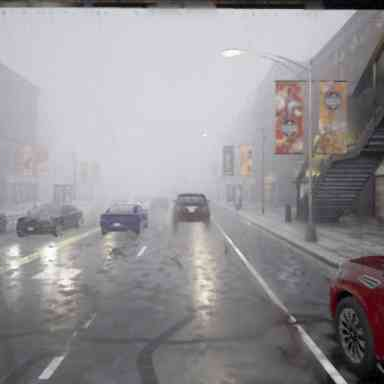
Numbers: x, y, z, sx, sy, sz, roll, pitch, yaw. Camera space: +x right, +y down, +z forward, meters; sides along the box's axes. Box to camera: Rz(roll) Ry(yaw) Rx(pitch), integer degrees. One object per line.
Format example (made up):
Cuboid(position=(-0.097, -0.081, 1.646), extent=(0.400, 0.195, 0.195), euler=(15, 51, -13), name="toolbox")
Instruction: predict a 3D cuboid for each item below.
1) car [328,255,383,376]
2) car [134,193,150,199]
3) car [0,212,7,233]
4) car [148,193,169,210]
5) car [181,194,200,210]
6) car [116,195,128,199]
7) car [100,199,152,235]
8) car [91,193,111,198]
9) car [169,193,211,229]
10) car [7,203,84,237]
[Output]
Cuboid(position=(3.042, 1.210, 2.391), extent=(2.435, 2.045, 5.566), euler=(0, 0, -1), name="car")
Cuboid(position=(-9.302, 1.066, 59.874), extent=(1.882, 1.535, 5.008), euler=(0, 0, -18), name="car")
Cuboid(position=(-10.690, 1.419, 15.930), extent=(1.812, 1.442, 4.674), euler=(0, 0, -1), name="car")
Cuboid(position=(-3.659, 1.239, 38.574), extent=(1.837, 1.490, 4.892), euler=(0, 0, 0), name="car")
Cuboid(position=(-0.157, 1.087, 38.250), extent=(2.097, 1.767, 4.553), euler=(0, 0, 0), name="car")
Cuboid(position=(-12.311, 1.202, 58.283), extent=(1.895, 1.301, 4.718), euler=(0, 0, -16), name="car")
Cuboid(position=(-3.516, 1.354, 18.000), extent=(1.882, 1.535, 5.008), euler=(0, 0, 0), name="car")
Cuboid(position=(-24.574, 0.978, 90.622), extent=(4.718, 1.301, 1.895), euler=(0, 0, 29), name="car")
Cuboid(position=(-0.034, 1.077, 20.791), extent=(2.150, 2.045, 5.566), euler=(0, 0, 0), name="car")
Cuboid(position=(-7.211, 1.360, 17.329), extent=(1.882, 1.535, 5.008), euler=(0, 0, 0), name="car")
